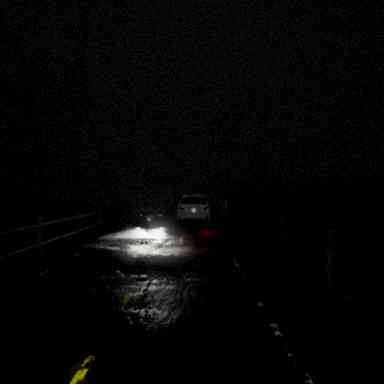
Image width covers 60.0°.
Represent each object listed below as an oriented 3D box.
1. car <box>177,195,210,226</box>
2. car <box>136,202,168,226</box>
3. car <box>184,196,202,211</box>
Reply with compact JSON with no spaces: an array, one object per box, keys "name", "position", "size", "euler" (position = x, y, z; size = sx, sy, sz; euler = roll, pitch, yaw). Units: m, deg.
[{"name":"car","position":[0.110,1.230,23.480],"size":[2.150,2.045,5.566],"euler":[0,-1,0]},{"name":"car","position":[-2.742,1.505,23.752],"size":[2.128,1.511,4.902],"euler":[0,0,0]},{"name":"car","position":[0.116,1.381,41.413],"size":[2.097,1.767,4.553],"euler":[0,0,0]}]
